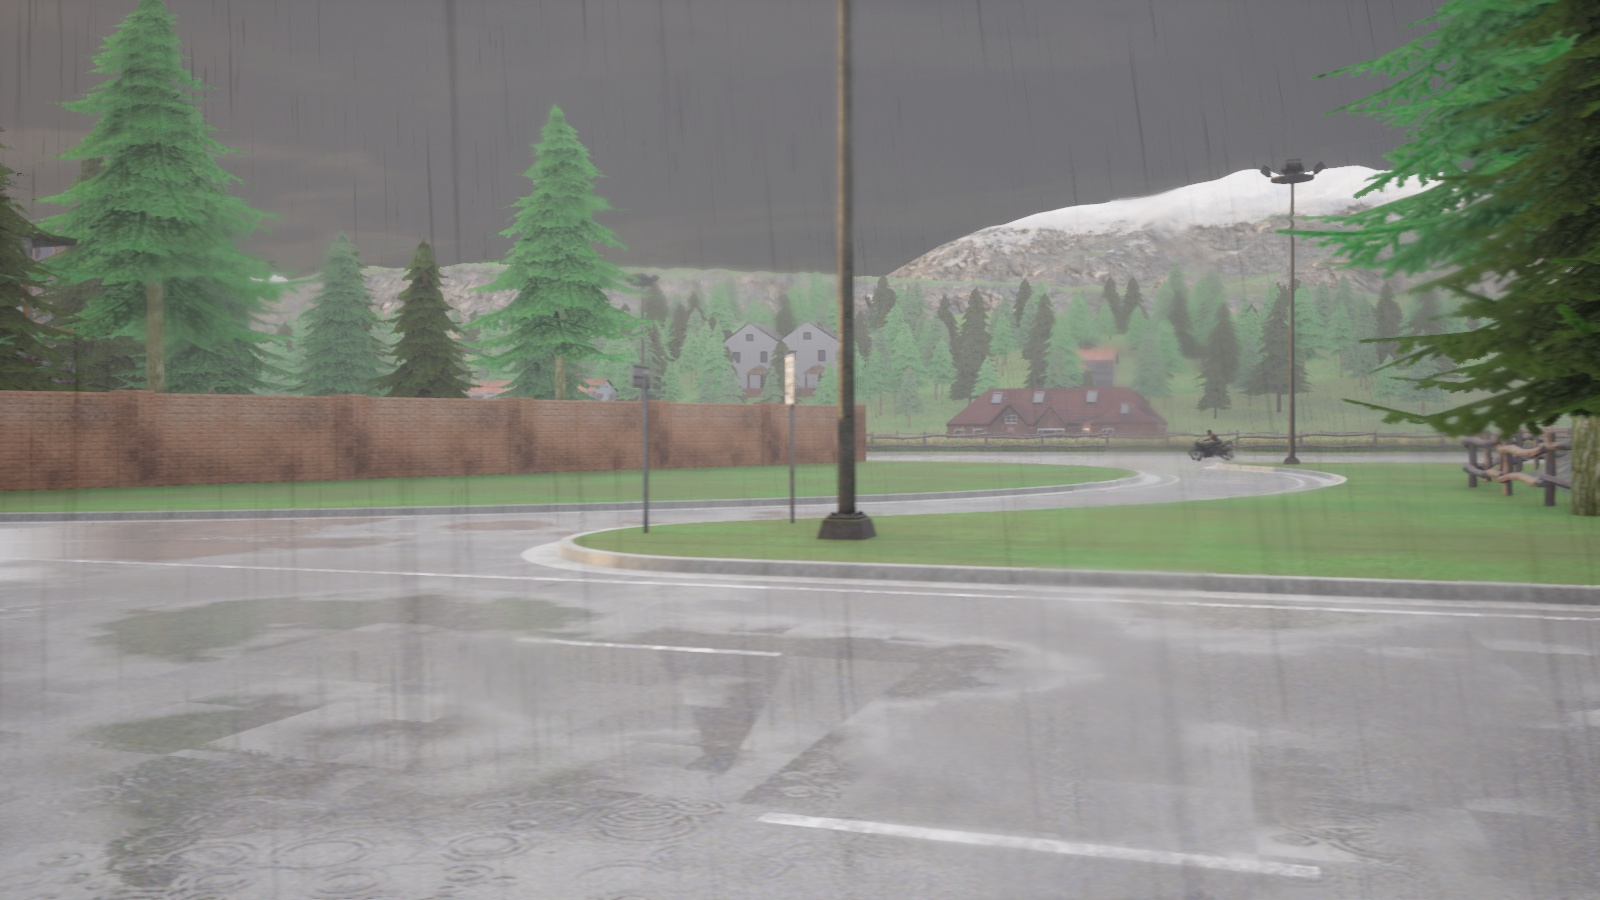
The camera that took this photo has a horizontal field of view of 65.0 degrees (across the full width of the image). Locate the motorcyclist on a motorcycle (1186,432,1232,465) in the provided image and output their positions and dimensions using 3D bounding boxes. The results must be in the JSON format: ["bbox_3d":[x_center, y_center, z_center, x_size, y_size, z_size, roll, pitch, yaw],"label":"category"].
[{"bbox_3d":[19.235,-0.065,59.100,2.044,1.523,0.797,1,1,19],"label":"motorcyclist on a motorcycle"}]
